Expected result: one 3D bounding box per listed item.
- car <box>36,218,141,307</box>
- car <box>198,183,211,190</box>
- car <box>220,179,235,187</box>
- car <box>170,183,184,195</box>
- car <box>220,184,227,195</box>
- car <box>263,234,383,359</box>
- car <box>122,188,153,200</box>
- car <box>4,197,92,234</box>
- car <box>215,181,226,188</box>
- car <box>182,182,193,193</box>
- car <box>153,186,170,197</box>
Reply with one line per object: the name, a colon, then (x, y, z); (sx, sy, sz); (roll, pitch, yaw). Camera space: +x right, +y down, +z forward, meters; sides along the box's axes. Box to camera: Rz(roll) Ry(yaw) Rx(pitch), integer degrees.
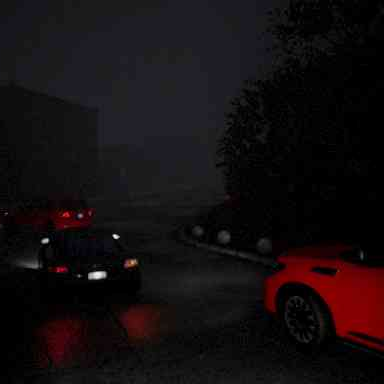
car: (-2.699, 1.601, 8.292); (1.994, 1.385, 4.181); (0, 0, -25)
car: (2.911, -1.248, 76.452); (2.163, 1.488, 4.792); (0, 3, 24)
car: (9.745, -2.473, 91.509); (2.435, 2.045, 5.566); (0, 3, 24)
car: (-4.040, -0.320, 61.125); (1.946, 1.575, 5.366); (0, 3, 24)
car: (6.711, -0.272, 56.266); (1.837, 1.490, 4.892); (0, 3, 25)
car: (3.386, 1.231, 3.862); (2.150, 2.045, 5.566); (0, 0, -34)
car: (-8.607, 0.312, 51.085); (1.946, 1.575, 5.366); (0, 3, 25)
car: (-7.960, 1.306, 18.309); (5.566, 2.045, 2.150); (0, 0, 31)
car: (7.487, -1.908, 86.530); (2.231, 1.521, 4.892); (0, 3, 24)
car: (-1.648, -0.899, 66.392); (2.435, 2.045, 5.566); (0, 3, 24)
car: (-6.319, -0.005, 56.102); (1.946, 1.575, 5.366); (0, 3, 24)
